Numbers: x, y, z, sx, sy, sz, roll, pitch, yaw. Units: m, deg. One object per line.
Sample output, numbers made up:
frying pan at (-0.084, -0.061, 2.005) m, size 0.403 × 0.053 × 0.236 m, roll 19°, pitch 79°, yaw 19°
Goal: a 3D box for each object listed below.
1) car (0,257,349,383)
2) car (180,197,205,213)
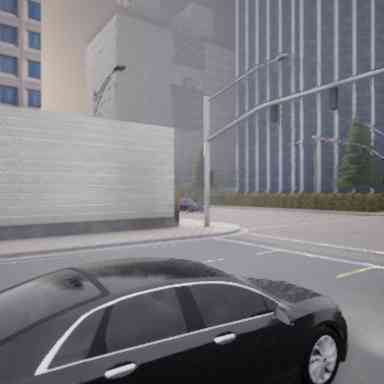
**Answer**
car at (-0.240, 1.501, 3.626) m, size 4.892 × 1.490 × 1.837 m, roll 0°, pitch 0°, yaw -35°
car at (-0.171, 1.362, 36.756) m, size 2.097 × 1.767 × 4.553 m, roll 0°, pitch 0°, yaw -36°
